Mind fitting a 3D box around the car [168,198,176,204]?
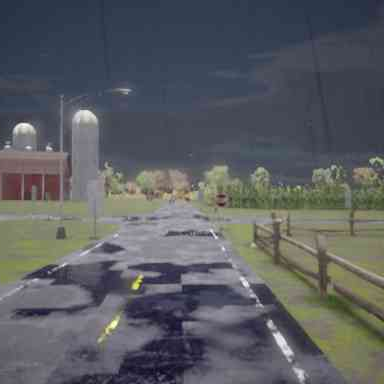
[{"bbox_3d":[-5.233,2.331,87.854,1.837,1.490,4.892,0,-1,-3],"label":"car"}]
